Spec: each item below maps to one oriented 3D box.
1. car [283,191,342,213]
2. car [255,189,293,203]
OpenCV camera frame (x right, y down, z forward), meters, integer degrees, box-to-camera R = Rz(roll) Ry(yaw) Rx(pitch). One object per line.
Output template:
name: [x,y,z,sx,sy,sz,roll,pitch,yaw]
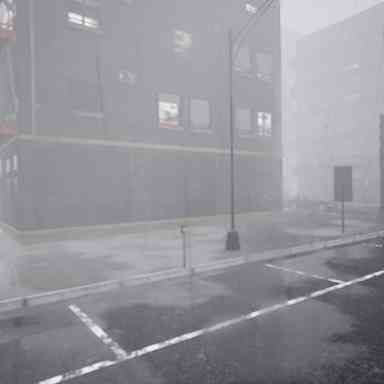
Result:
car: [9.705,0.890,26.675,2.008,1.369,4.403,0,1,-36]
car: [9.934,0.474,40.579,1.967,1.590,4.097,0,1,-36]
